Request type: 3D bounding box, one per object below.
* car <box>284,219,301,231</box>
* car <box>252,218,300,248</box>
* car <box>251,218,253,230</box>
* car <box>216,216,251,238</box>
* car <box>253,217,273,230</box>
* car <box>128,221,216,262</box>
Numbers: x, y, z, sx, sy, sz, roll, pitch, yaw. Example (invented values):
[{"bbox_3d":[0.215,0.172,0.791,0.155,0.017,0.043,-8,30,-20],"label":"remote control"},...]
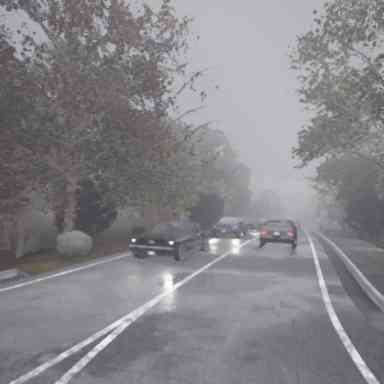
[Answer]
[{"bbox_3d":[14.067,4.564,46.207,2.128,1.511,4.902,1,-5,18],"label":"car"},{"bbox_3d":[4.793,2.179,18.161,2.033,1.411,5.357,1,-3,18],"label":"car"},{"bbox_3d":[6.086,3.345,33.739,1.994,1.385,4.181,1,-5,19],"label":"car"},{"bbox_3d":[2.777,2.434,23.799,1.812,1.442,4.674,1,-4,18],"label":"car"},{"bbox_3d":[9.360,4.167,43.620,1.882,1.535,5.008,1,-5,19],"label":"car"},{"bbox_3d":[-0.681,1.877,13.493,1.895,1.301,4.718,1,-2,19],"label":"car"}]
